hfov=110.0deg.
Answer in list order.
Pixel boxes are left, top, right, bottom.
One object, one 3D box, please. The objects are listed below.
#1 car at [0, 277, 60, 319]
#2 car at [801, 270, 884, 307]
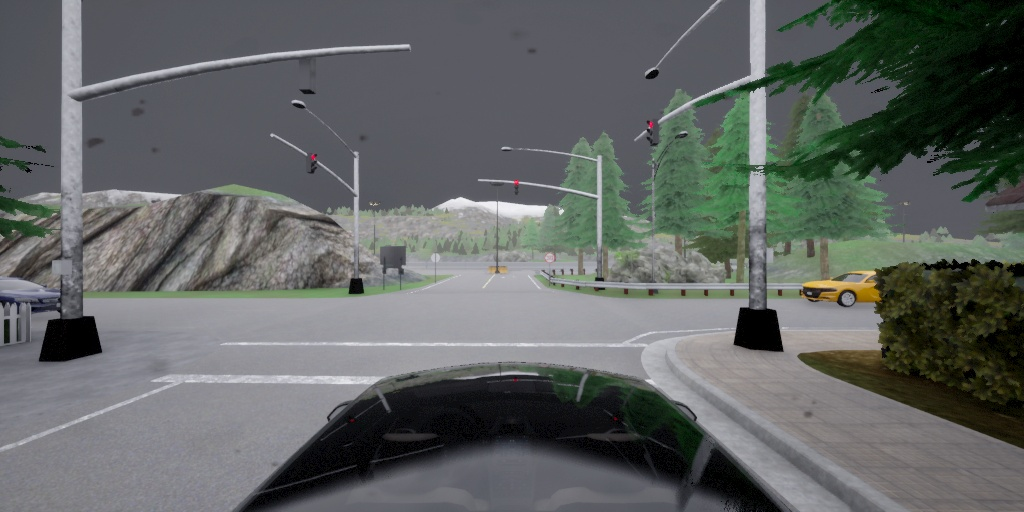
[{"bbox_3d":[-18.279,1.467,12.689,4.674,1.442,1.812,0,0,0],"label":"car"},{"bbox_3d":[15.954,1.419,16.204,5.008,1.535,1.882,0,0,0],"label":"car"}]
